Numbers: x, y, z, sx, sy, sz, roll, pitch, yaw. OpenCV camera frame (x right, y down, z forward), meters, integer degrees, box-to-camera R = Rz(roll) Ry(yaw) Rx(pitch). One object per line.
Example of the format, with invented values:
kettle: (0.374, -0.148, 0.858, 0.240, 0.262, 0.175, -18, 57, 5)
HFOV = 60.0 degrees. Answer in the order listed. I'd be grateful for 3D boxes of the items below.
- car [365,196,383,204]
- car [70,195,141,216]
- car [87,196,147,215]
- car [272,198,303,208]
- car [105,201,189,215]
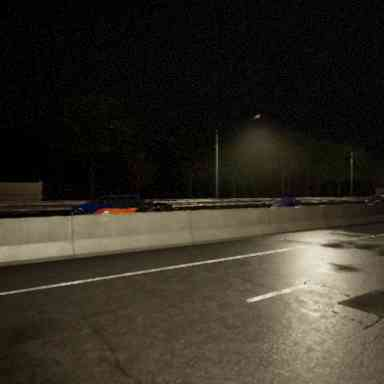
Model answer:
car: (27.821, 1.346, 49.567, 4.553, 1.767, 2.097, 0, 0, -35)
car: (-6.284, 1.218, 25.307, 5.566, 2.045, 2.150, 0, 0, -36)
car: (-4.325, 1.349, 22.403, 4.553, 1.767, 2.097, 0, 0, -35)
car: (12.341, 1.518, 42.866, 4.674, 1.442, 1.812, 0, 0, -35)
car: (-2.272, 1.501, 19.568, 4.892, 1.490, 1.837, 0, 0, -35)
